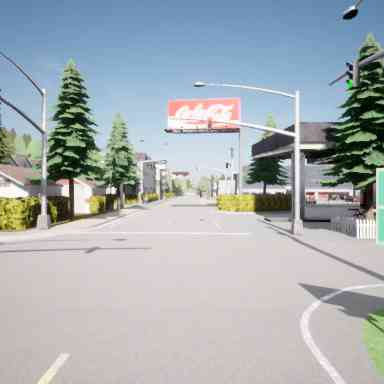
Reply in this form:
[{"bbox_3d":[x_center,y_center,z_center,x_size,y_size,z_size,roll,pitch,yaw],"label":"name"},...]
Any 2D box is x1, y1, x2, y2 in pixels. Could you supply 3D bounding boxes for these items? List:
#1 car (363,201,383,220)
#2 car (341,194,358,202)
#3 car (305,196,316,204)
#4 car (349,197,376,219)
[{"bbox_3d":[18.668,1.672,30.638,4.611,1.667,2.242,0,0,0],"label":"car"},{"bbox_3d":[34.842,1.489,71.841,2.007,1.523,4.514,0,0,0],"label":"car"},{"bbox_3d":[22.445,1.552,64.038,1.970,1.475,3.806,0,0,0],"label":"car"},{"bbox_3d":[14.346,1.505,24.964,3.866,1.878,1.905,0,0,0],"label":"car"}]
